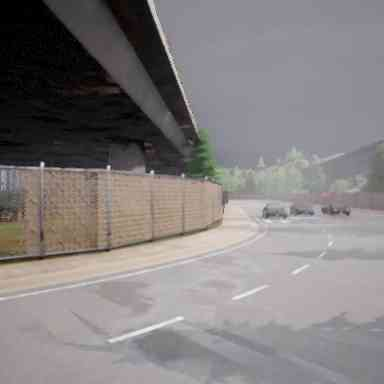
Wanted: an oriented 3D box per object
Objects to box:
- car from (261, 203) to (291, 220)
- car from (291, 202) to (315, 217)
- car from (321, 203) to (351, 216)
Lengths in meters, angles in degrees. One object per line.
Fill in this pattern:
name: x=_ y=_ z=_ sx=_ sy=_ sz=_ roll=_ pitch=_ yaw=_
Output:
car: x=7.889 y=1.817 z=31.998 sx=1.812 sy=1.442 sz=4.674 roll=0 pitch=-1 yaw=6
car: x=11.814 y=1.816 z=35.837 sx=1.837 sy=1.490 sz=4.892 roll=0 pitch=-1 yaw=6
car: x=15.566 y=1.899 z=36.309 sx=1.895 sy=1.301 sz=4.718 roll=0 pitch=-1 yaw=6
